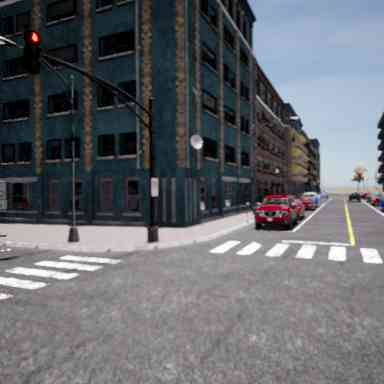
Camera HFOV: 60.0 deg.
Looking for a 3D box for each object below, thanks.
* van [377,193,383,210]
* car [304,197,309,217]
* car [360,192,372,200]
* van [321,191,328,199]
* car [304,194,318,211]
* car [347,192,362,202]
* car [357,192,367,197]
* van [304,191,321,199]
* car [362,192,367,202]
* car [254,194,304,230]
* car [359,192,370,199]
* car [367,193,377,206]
[{"bbox_3d":[19.267,0.951,32.136,1.690,1.788,3.998,0,0,24],"label":"van"},{"bbox_3d":[7.513,1.320,25.267,1.887,1.381,4.507,0,0,24],"label":"car"},{"bbox_3d":[35.282,0.760,67.546,1.887,1.381,4.507,0,0,24],"label":"car"},{"bbox_3d":[28.101,0.611,70.792,1.690,1.788,3.998,0,0,24],"label":"van"},{"bbox_3d":[12.089,1.209,35.384,1.887,1.381,4.507,0,0,24],"label":"car"},{"bbox_3d":[27.677,0.870,56.720,1.837,1.490,4.892,0,0,24],"label":"car"},{"bbox_3d":[42.146,0.592,82.722,2.008,1.369,4.403,0,0,24],"label":"car"},{"bbox_3d":[14.374,0.950,40.441,1.690,1.788,3.998,0,0,24],"label":"van"},{"bbox_3d":[28.420,0.938,52.371,2.008,1.369,4.403,0,0,24],"label":"car"},{"bbox_3d":[5.223,1.144,20.207,2.192,1.841,5.009,0,0,24],"label":"car"},{"bbox_3d":[37.570,0.703,72.605,1.887,1.381,4.507,0,0,24],"label":"car"},{"bbox_3d":[23.843,0.939,42.253,1.967,1.590,4.097,0,0,24],"label":"car"}]
